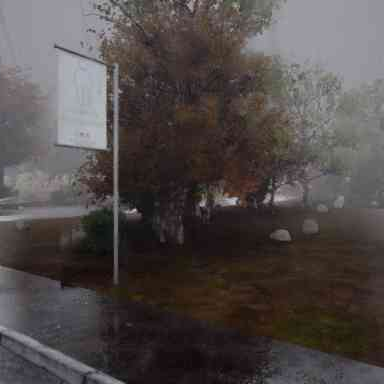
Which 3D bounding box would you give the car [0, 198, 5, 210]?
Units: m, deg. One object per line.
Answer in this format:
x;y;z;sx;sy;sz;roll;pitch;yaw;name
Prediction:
-21.710;1.478;32.758;1.882;1.535;5.008;0;0;39;car

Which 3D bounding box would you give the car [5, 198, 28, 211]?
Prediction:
-21.612;1.501;38.479;1.837;1.490;4.892;0;0;39;car

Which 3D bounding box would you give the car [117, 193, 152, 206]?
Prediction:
-9.277;1.153;54.243;2.150;2.045;5.566;0;0;37;car

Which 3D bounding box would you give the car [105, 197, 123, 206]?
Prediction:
-9.978;1.181;47.554;2.150;2.045;5.566;0;0;38;car
